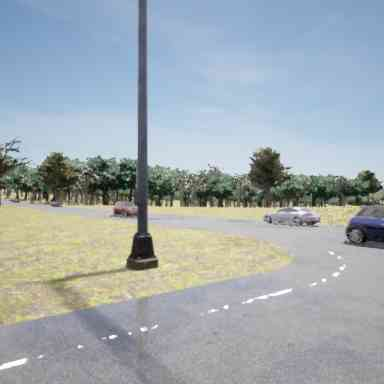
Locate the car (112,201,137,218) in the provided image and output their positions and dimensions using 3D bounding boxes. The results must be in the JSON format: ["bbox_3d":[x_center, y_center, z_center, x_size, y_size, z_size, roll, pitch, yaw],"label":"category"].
[{"bbox_3d":[-6.608,1.759,34.711,2.097,1.767,4.553,3,-3,-36],"label":"car"}]

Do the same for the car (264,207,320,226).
[{"bbox_3d":[7.866,1.899,26.533,1.812,1.442,4.674,3,-3,-36],"label":"car"}]

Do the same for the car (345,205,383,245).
[{"bbox_3d":[8.716,1.369,13.350,2.097,1.767,4.553,1,0,-36],"label":"car"}]
